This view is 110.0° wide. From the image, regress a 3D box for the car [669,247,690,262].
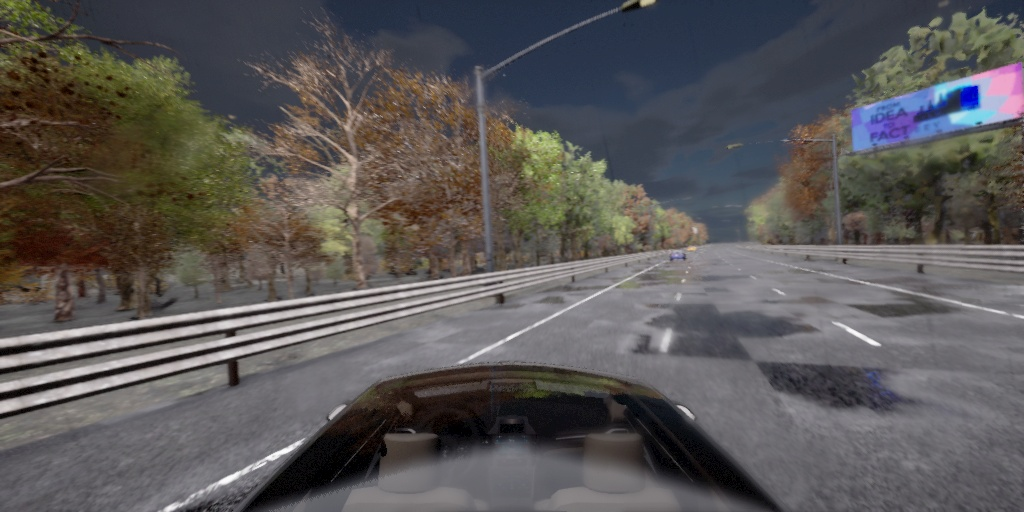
[{"bbox_3d":[22.972,-0.123,49.639,2.163,1.488,4.792,-3,0,28],"label":"car"}]
